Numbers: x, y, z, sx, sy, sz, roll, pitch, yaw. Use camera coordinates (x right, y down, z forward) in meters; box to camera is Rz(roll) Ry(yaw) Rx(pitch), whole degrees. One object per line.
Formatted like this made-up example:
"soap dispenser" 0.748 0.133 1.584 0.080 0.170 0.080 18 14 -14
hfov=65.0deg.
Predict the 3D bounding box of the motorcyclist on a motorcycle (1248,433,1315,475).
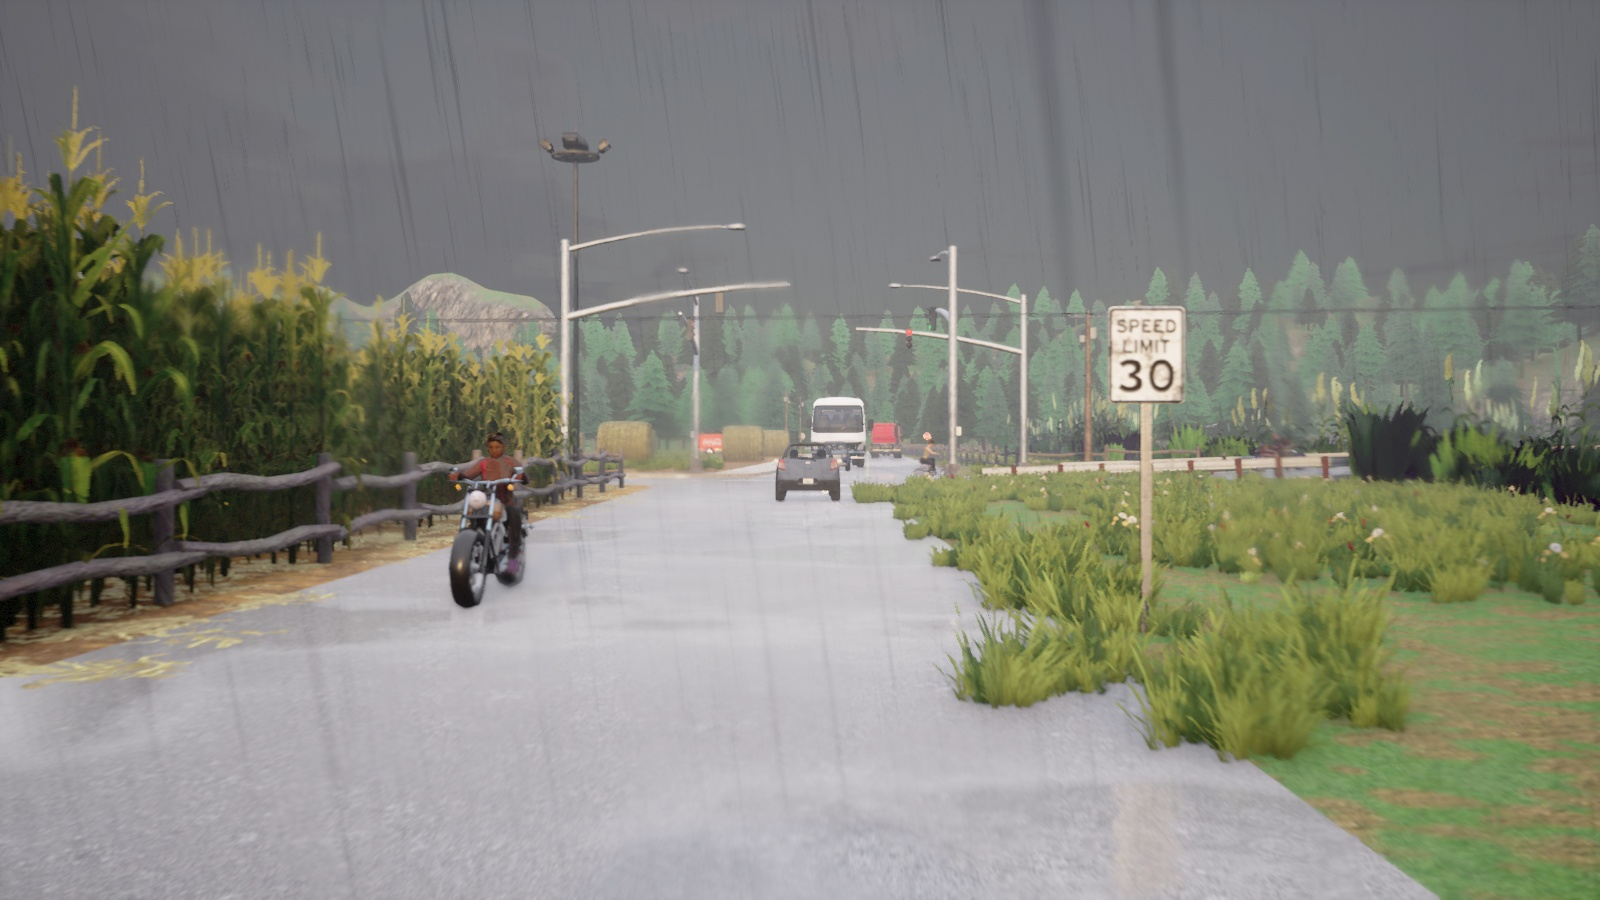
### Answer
"motorcyclist on a motorcycle" 18.717 0.151 48.841 2.191 1.530 0.866 -3 0 6

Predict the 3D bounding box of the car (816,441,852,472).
"car" 1.811 0.321 65.862 1.789 1.549 3.705 0 0 3

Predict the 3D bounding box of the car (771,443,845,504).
"car" 0.203 0.574 33.048 1.845 1.501 3.633 0 0 0

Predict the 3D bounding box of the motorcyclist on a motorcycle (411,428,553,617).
"motorcyclist on a motorcycle" -3.015 0.626 12.181 0.766 1.649 2.350 0 0 0

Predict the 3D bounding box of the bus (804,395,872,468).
"bus" 2.476 -1.103 78.142 3.944 4.253 10.273 0 0 3
